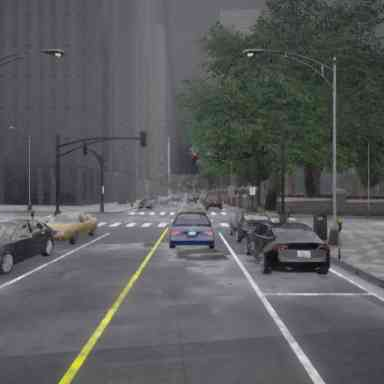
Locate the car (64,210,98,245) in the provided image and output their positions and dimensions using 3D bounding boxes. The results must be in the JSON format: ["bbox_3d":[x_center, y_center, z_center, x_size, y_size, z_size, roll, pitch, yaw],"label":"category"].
[{"bbox_3d":[-5.762,1.526,15.628,1.752,1.417,4.829,0,0,0],"label":"car"}]

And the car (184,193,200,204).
[{"bbox_3d":[0.000,1.412,67.151,2.097,1.767,4.553,0,0,0],"label":"car"}]

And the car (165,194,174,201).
[{"bbox_3d":[-5.762,1.385,86.120,2.192,1.841,5.009,0,0,0],"label":"car"}]

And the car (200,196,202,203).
[{"bbox_3d":[2.763,1.594,53.385,1.947,1.339,4.313,0,0,0],"label":"car"}]

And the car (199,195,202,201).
[{"bbox_3d":[2.763,1.586,58.841,2.008,1.369,4.403,0,0,0],"label":"car"}]

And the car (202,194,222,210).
[{"bbox_3d":[2.763,1.330,42.473,2.192,1.841,5.009,0,0,0],"label":"car"}]

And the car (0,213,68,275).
[{"bbox_3d":[-5.762,1.551,10.286,2.008,1.369,4.403,0,0,0],"label":"car"}]

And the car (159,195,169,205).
[{"bbox_3d":[-5.762,1.586,58.834,2.008,1.369,4.403,0,0,0],"label":"car"}]

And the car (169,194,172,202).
[{"bbox_3d":[-5.763,1.631,69.748,1.802,1.307,4.206,0,0,0],"label":"car"}]

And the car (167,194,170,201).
[{"bbox_3d":[-5.762,1.624,64.291,1.802,1.307,4.206,0,0,0],"label":"car"}]

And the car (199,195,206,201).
[{"bbox_3d":[2.762,1.603,91.751,1.752,1.417,4.829,0,0,0],"label":"car"}]

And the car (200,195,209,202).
[{"bbox_3d":[2.763,1.496,75.211,1.967,1.590,4.097,0,0,0],"label":"car"}]

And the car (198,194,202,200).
[{"bbox_3d":[2.763,1.593,64.298,2.008,1.369,4.403,0,0,0],"label":"car"}]

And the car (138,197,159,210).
[{"bbox_3d":[-5.762,1.581,42.463,1.947,1.339,4.313,0,0,0],"label":"car"}]

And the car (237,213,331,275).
[{"bbox_3d":[2.763,1.566,10.294,1.947,1.339,4.313,0,0,0],"label":"car"}]

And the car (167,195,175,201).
[{"bbox_3d":[-5.763,1.623,91.576,1.887,1.381,4.507,0,0,0],"label":"car"}]

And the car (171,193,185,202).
[{"bbox_3d":[-3.000,1.549,74.259,2.033,1.411,5.357,0,0,0],"label":"car"}]

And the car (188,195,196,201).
[{"bbox_3d":[0.000,1.411,82.594,1.882,1.535,5.008,0,0,0],"label":"car"}]

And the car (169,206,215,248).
[{"bbox_3d":[0.000,1.565,14.650,2.033,1.411,5.357,0,0,0],"label":"car"}]

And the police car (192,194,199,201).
[{"bbox_3d":[0.900,1.506,93.238,1.930,1.638,5.238,0,0,0],"label":"police car"}]

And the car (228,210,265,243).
[{"bbox_3d":[2.763,1.552,15.807,2.008,1.369,4.403,0,0,0],"label":"car"}]
